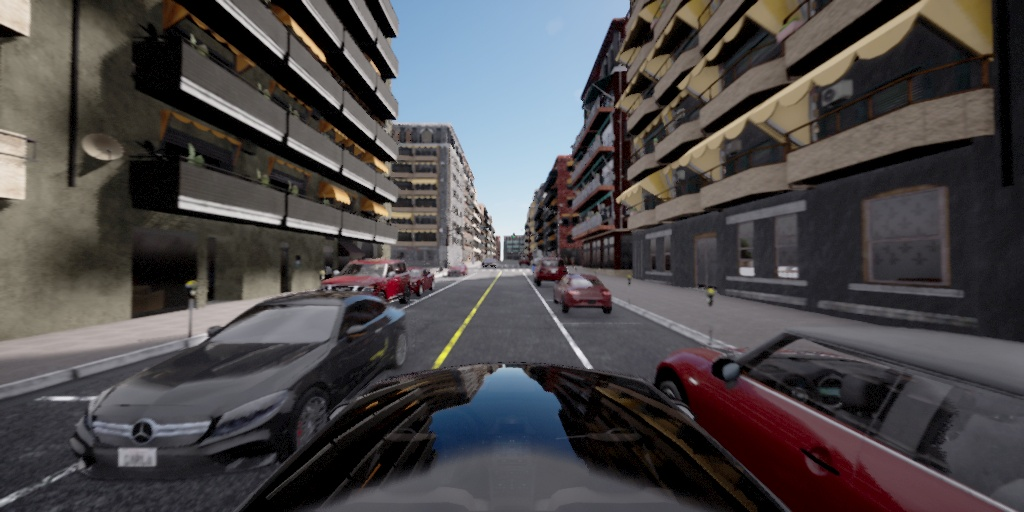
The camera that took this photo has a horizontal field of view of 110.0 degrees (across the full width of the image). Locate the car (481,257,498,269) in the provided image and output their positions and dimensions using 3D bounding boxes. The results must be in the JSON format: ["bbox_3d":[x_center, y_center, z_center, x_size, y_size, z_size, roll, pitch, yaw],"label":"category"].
[{"bbox_3d":[-2.740,0.892,45.863,2.033,1.411,5.357,0,0,0],"label":"car"}]

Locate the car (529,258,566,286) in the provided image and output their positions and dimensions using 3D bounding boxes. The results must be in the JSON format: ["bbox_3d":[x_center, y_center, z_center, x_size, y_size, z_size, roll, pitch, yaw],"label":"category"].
[{"bbox_3d":[2.539,1.045,24.580,2.192,1.841,5.009,0,0,0],"label":"car"}]

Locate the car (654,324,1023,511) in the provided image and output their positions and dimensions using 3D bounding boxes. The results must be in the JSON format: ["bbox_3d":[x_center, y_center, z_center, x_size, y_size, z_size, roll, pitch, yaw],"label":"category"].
[{"bbox_3d":[2.535,1.189,2.455,1.967,1.591,4.097,0,0,0],"label":"car"}]

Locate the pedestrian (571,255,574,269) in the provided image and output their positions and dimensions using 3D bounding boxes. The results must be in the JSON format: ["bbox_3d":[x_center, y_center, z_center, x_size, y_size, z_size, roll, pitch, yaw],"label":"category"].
[{"bbox_3d":[8.021,0.759,47.450,0.375,1.860,0.375,1,-1,0],"label":"pedestrian"}]

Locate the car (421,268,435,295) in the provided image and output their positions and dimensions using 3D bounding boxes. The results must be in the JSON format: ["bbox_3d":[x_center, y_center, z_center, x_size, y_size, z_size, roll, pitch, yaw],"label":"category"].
[{"bbox_3d":[-5.310,1.277,19.105,1.888,1.381,4.507,0,0,0],"label":"car"}]

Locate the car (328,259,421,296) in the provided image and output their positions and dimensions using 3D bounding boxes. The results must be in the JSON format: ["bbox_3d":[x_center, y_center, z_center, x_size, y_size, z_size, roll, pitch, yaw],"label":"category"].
[{"bbox_3d":[-5.311,1.050,13.574,2.192,1.841,5.009,0,0,0],"label":"car"}]

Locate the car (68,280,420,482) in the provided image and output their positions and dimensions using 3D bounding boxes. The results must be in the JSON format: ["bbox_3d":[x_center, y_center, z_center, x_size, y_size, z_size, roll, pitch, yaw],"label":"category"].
[{"bbox_3d":[-2.847,1.271,5.057,1.812,1.442,4.674,0,0,0],"label":"car"}]

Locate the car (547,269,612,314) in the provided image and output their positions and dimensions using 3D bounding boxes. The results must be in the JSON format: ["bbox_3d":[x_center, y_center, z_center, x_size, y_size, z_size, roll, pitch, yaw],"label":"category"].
[{"bbox_3d":[2.537,1.317,13.518,1.802,1.307,4.207,0,0,0],"label":"car"}]

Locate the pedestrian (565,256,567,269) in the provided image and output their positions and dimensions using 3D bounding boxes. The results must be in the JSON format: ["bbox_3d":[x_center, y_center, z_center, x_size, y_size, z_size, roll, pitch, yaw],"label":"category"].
[{"bbox_3d":[7.020,0.839,46.849,0.375,1.860,0.375,1,-1,0],"label":"pedestrian"}]

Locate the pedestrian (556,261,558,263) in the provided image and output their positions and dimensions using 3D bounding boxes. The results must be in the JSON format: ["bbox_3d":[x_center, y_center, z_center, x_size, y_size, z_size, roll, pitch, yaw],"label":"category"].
[{"bbox_3d":[6.021,1.248,48.041,0.500,1.100,0.500,1,-1,0],"label":"pedestrian"}]

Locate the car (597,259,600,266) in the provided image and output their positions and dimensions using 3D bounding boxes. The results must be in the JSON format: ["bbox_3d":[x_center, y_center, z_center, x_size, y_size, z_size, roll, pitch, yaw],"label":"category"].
[{"bbox_3d":[13.757,1.171,53.527,4.403,1.370,2.007,0,0,0],"label":"car"}]

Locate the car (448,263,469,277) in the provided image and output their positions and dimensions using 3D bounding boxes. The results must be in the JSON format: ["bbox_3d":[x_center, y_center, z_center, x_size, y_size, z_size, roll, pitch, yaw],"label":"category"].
[{"bbox_3d":[-5.306,1.314,35.699,1.802,1.307,4.207,0,0,0],"label":"car"}]
